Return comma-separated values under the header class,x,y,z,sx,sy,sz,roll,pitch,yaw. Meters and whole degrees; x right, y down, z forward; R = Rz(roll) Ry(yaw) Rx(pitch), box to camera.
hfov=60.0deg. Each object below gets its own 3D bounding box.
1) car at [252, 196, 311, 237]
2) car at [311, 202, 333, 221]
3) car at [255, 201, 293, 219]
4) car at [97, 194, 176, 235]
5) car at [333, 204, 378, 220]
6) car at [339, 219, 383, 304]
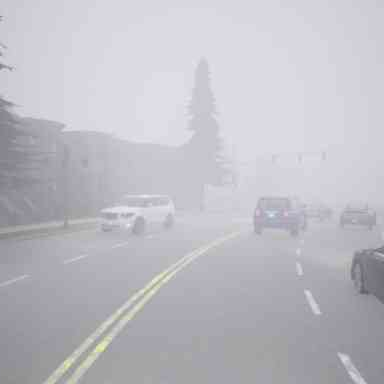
class,x,y,z,sx,sy,sz,roll,pitch,yaw
car,4.997,1.218,18.501,2.150,2.045,5.566,1,0,26
car,10.137,1.564,27.290,2.033,1.411,5.357,1,0,35
car,7.324,1.554,29.448,1.994,1.385,4.181,1,0,34
car,-2.892,1.154,18.714,2.150,2.045,5.566,0,0,24
car,10.918,1.527,21.773,2.128,1.511,4.902,1,0,32
car,4.319,1.512,5.754,2.128,1.511,4.902,0,0,9
